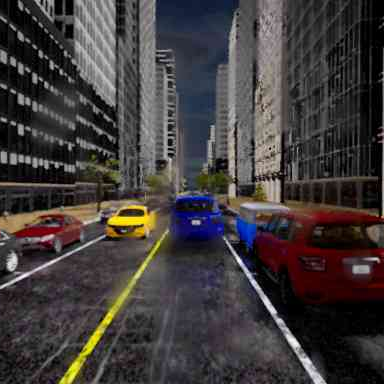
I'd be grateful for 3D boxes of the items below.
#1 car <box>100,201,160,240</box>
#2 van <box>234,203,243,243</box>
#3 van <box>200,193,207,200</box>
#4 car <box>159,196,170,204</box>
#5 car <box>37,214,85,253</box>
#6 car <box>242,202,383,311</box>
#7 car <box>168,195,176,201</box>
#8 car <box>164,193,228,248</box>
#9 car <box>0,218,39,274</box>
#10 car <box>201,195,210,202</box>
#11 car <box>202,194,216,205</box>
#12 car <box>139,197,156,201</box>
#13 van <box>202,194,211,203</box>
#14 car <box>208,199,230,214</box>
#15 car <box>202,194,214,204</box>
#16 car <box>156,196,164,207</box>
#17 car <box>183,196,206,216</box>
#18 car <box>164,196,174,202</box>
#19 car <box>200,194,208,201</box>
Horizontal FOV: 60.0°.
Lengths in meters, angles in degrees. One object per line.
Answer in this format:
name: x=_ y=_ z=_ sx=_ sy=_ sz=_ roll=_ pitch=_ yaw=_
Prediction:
car: x=-3.007 y=1.467 z=17.266 sx=1.882 sy=1.535 sz=5.008 roll=0 pitch=0 yaw=0
van: x=2.747 y=1.343 z=13.377 sx=1.690 sy=1.788 sz=3.998 roll=0 pitch=0 yaw=0
van: x=3.213 y=1.313 z=92.946 sx=1.690 sy=1.788 sz=3.998 roll=0 pitch=0 yaw=0
car: x=-5.333 y=1.494 z=64.408 sx=1.752 sy=1.417 sz=4.829 roll=0 pitch=0 yaw=0
car: x=-5.631 y=1.567 z=13.426 sx=1.802 sy=1.307 sz=4.206 roll=0 pitch=0 yaw=0
car: x=2.714 y=1.318 z=7.694 sx=2.192 sy=1.841 sz=5.009 roll=0 pitch=0 yaw=0
car: x=-5.199 y=1.509 z=87.313 sx=2.008 sy=1.369 sz=4.403 roll=0 pitch=0 yaw=0
car: x=0.174 y=1.217 z=14.804 sx=2.150 sy=2.045 sz=5.566 roll=0 pitch=0 yaw=0
car: x=-5.665 y=1.537 z=7.743 sx=2.008 sy=1.369 sz=4.403 roll=0 pitch=0 yaw=0
car: x=3.115 y=1.420 z=75.896 sx=1.967 sy=1.590 sz=4.097 roll=0 pitch=0 yaw=0
car: x=3.013 y=1.302 z=58.846 sx=2.192 sy=1.841 sz=5.009 roll=0 pitch=0 yaw=0
car: x=-5.498 y=1.529 z=36.160 sx=2.008 sy=1.369 sz=4.403 roll=0 pitch=0 yaw=0
van: x=3.080 y=1.324 z=70.213 sx=1.690 sy=1.788 sz=3.998 roll=0 pitch=0 yaw=0
car: x=2.882 y=1.546 z=36.111 sx=2.008 sy=1.369 sz=4.403 roll=0 pitch=0 yaw=0
car: x=3.047 y=1.300 z=64.530 sx=2.192 sy=1.841 sz=5.009 roll=0 pitch=0 yaw=0
car: x=-5.432 y=1.556 z=47.527 sx=1.802 sy=1.307 sz=4.206 roll=0 pitch=0 yaw=0
car: x=0.281 y=1.343 z=32.627 sx=2.097 sy=1.767 sz=4.553 roll=0 pitch=0 yaw=0
car: x=-5.265 y=1.529 z=75.946 sx=1.947 sy=1.339 sz=4.313 roll=0 pitch=0 yaw=0
car: x=3.180 y=1.415 z=87.263 sx=1.967 sy=1.590 sz=4.097 roll=0 pitch=0 yaw=0
